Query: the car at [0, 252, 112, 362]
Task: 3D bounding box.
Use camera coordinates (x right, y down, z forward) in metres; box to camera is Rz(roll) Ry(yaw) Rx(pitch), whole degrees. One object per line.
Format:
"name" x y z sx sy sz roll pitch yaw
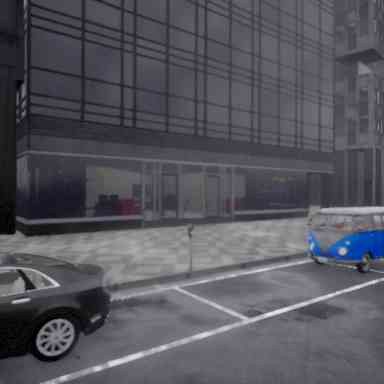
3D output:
"car" -3.272 1.550 4.312 4.403 1.369 2.008 0 0 -36

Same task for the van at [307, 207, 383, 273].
"van" 5.332 1.366 10.466 3.998 1.788 1.690 0 0 -36
